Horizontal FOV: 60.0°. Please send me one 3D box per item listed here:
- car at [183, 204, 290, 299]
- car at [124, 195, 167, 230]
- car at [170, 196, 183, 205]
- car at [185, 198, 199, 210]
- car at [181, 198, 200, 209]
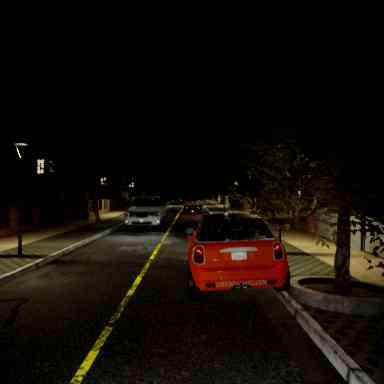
[{"bbox_3d":[0.921,1.311,8.642,2.097,1.767,4.553,-3,-1,0],"label":"car"},{"bbox_3d":[-2.852,1.253,21.576,2.150,2.045,5.566,0,0,0],"label":"car"},{"bbox_3d":[-2.754,1.489,59.961,2.097,1.767,4.553,0,0,0],"label":"car"},{"bbox_3d":[0.051,1.613,45.559,1.812,1.442,4.674,0,0,1],"label":"car"},{"bbox_3d":[0.070,1.662,35.857,1.895,1.301,4.718,0,0,0],"label":"car"}]
